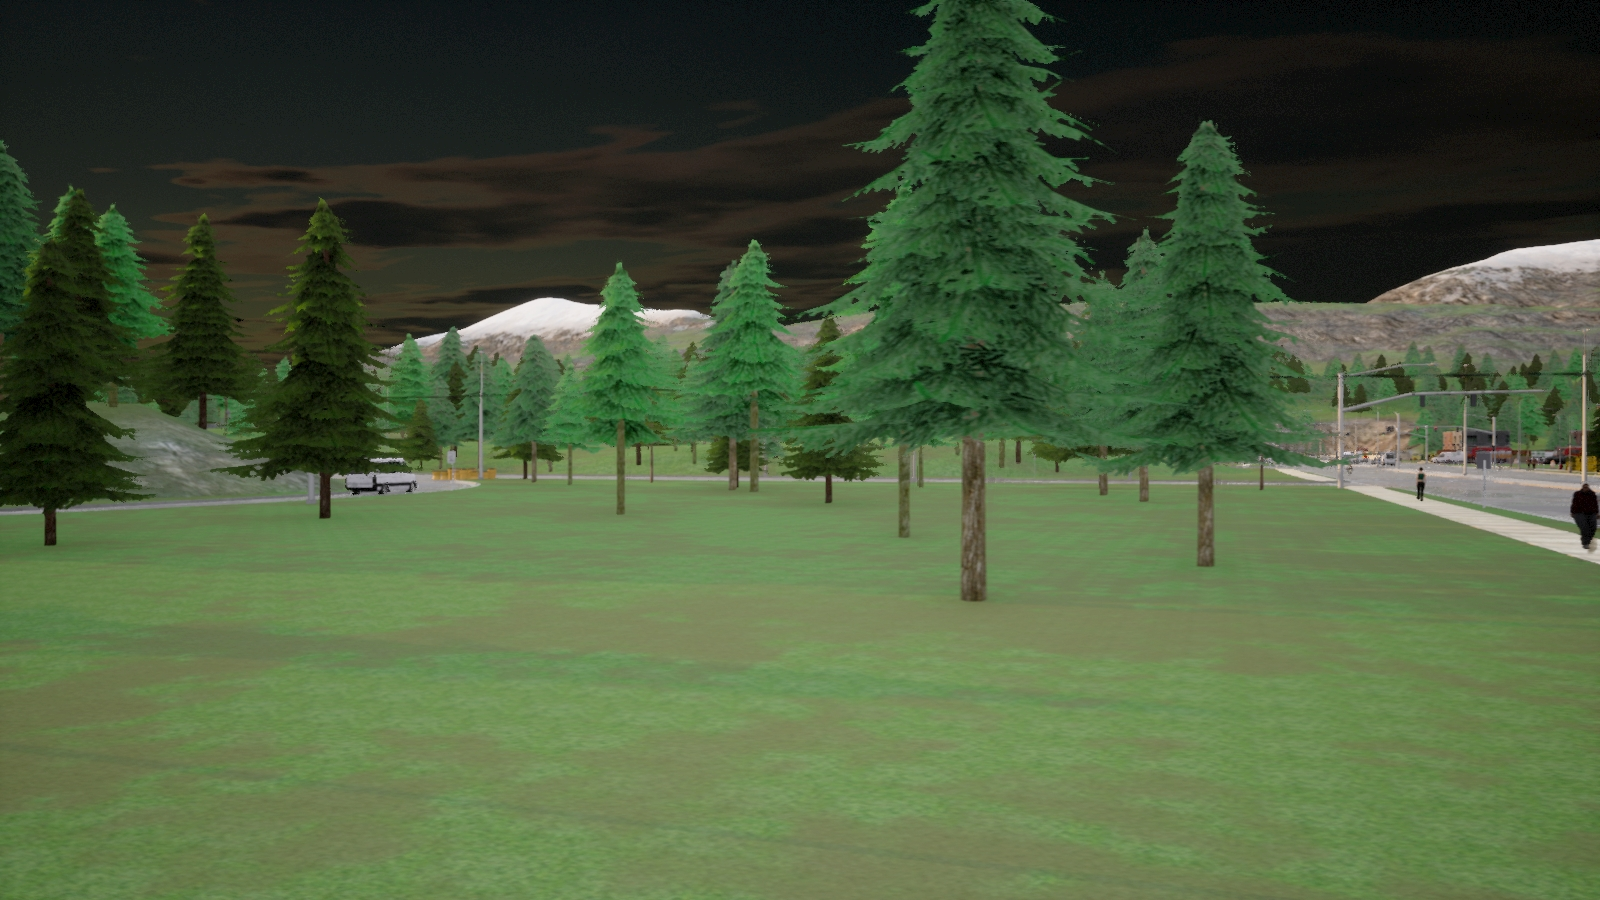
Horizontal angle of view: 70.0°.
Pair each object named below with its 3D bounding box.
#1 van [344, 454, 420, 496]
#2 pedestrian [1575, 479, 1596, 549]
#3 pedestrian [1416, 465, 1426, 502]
[{"bbox_3d":[-26.365,1.516,72.329,1.988,2.561,5.915,0,0,8],"label":"van"},{"bbox_3d":[21.059,1.708,30.635,0.375,1.860,0.375,0,0,20],"label":"pedestrian"},{"bbox_3d":[31.975,1.714,58.820,0.375,1.860,0.375,0,0,20],"label":"pedestrian"}]
